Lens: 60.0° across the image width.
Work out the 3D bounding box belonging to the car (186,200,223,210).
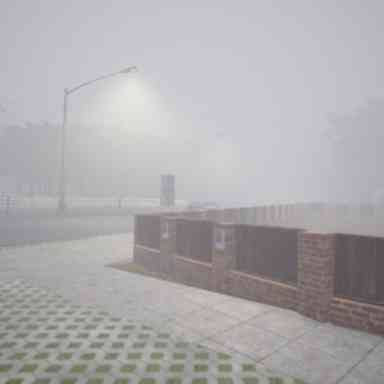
[{"bbox_3d":[1.253,1.521,29.309,1.837,1.490,4.892,2,0,30],"label":"car"}]

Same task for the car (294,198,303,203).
[{"bbox_3d":[25.837,2.183,80.463,2.033,1.411,5.357,2,0,21],"label":"car"}]

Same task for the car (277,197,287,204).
[{"bbox_3d":[22.335,2.079,82.198,2.128,1.511,4.902,2,0,24],"label":"car"}]
